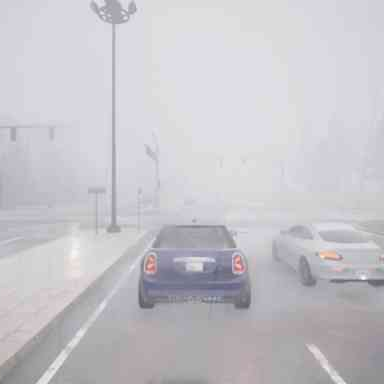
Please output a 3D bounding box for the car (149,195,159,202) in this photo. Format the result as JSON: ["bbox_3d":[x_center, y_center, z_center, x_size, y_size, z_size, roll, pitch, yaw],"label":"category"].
[{"bbox_3d":[-8.615,1.495,76.012,1.994,1.385,4.181,0,0,-1],"label":"car"}]

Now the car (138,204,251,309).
[{"bbox_3d":[0.058,1.346,8.018,2.097,1.767,4.553,0,0,0],"label":"car"}]

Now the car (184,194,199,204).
[{"bbox_3d":[-0.244,1.484,54.838,1.812,1.442,4.674,0,0,-1],"label":"car"}]

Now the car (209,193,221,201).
[{"bbox_3d":[6.228,1.150,85.138,2.150,2.045,5.566,0,0,-1],"label":"car"}]

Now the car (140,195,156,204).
[{"bbox_3d":[-8.416,1.305,61.370,2.097,1.767,4.553,0,0,-1],"label":"car"}]

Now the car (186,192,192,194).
[{"bbox_3d":[-0.777,1.424,85.341,1.837,1.490,4.892,0,0,-1],"label":"car"}]

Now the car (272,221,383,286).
[{"bbox_3d":[3.561,1.519,9.222,1.812,1.442,4.674,0,0,0],"label":"car"}]

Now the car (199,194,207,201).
[{"bbox_3d":[2.723,1.448,85.404,1.812,1.442,4.674,0,0,-1],"label":"car"}]
